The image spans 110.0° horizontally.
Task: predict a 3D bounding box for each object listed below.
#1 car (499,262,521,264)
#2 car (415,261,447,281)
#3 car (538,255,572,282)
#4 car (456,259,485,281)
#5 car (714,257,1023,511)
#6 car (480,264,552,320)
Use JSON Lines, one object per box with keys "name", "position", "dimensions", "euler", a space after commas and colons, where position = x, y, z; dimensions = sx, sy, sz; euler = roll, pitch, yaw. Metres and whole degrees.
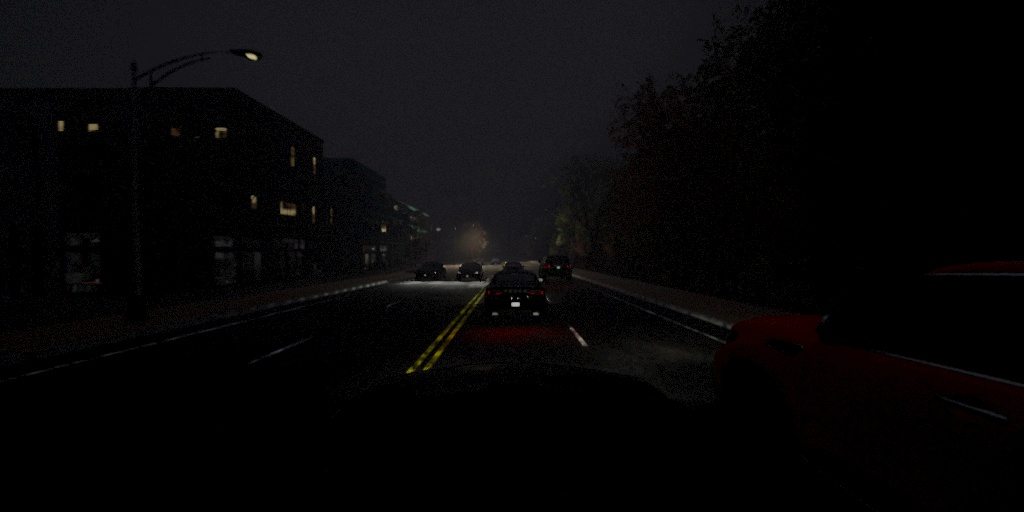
{"name": "car", "position": [0.105, 1.221, 30.444], "dimensions": [1.812, 1.442, 4.674], "euler": [0, 0, 0]}
{"name": "car", "position": [-6.593, 1.203, 29.571], "dimensions": [1.837, 1.490, 4.892], "euler": [0, 0, 0]}
{"name": "car", "position": [3.355, 0.921, 28.559], "dimensions": [2.150, 2.045, 5.566], "euler": [0, 0, 0]}
{"name": "car", "position": [-3.343, 1.224, 29.179], "dimensions": [1.812, 1.442, 4.674], "euler": [0, 0, 0]}
{"name": "car", "position": [3.356, 0.972, 1.702], "dimensions": [2.150, 2.045, 5.566], "euler": [0, 0, 0]}
{"name": "car", "position": [0.103, 1.207, 12.570], "dimensions": [1.882, 1.535, 5.008], "euler": [0, 0, 0]}
